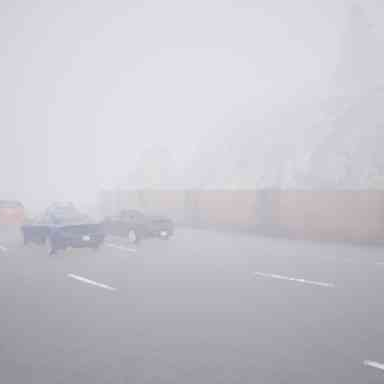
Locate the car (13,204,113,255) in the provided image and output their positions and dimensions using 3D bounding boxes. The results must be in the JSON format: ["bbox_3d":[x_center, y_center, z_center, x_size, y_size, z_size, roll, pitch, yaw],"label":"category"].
[{"bbox_3d":[-5.414,1.485,13.564,1.882,1.535,5.008,0,0,-43],"label":"car"}]

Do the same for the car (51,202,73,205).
[{"bbox_3d":[-9.988,1.495,25.349,2.128,1.511,4.902,0,0,-31],"label":"car"}]

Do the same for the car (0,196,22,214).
[{"bbox_3d":[-12.959,1.366,23.499,2.097,1.767,4.553,0,0,-31],"label":"car"}]

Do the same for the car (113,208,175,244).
[{"bbox_3d":[-2.853,1.516,15.950,1.837,1.490,4.892,0,0,-43],"label":"car"}]

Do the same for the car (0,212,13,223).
[{"bbox_3d":[-7.974,1.495,11.177,2.128,1.511,4.902,0,0,-43],"label":"car"}]
